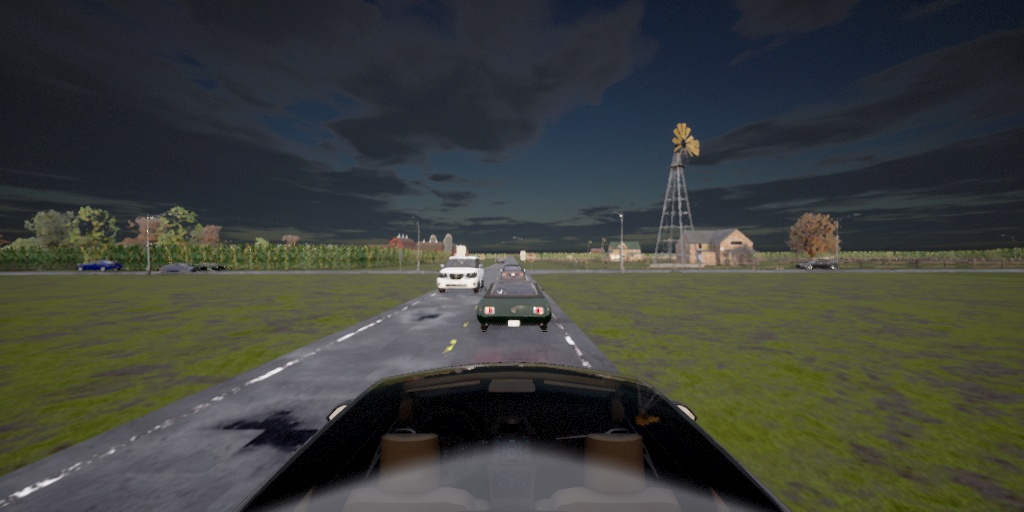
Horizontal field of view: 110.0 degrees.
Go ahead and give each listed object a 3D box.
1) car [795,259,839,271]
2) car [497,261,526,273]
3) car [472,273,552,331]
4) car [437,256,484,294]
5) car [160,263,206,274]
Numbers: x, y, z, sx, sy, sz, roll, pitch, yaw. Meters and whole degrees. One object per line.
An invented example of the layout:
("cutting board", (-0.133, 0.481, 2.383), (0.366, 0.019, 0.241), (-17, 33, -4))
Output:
("car", (41.350, 1.192, 48.694), (4.892, 1.490, 1.837), (0, 1, 3))
("car", (0.073, 1.359, 27.723), (2.033, 1.411, 5.357), (0, 0, 0))
("car", (0.067, 1.375, 11.036), (1.895, 1.301, 4.718), (0, 0, 0))
("car", (-2.846, 1.019, 21.058), (2.150, 2.045, 5.566), (0, 0, 0))
("car", (-43.649, 1.588, 47.276), (4.181, 1.385, 1.994), (0, 1, 0))
